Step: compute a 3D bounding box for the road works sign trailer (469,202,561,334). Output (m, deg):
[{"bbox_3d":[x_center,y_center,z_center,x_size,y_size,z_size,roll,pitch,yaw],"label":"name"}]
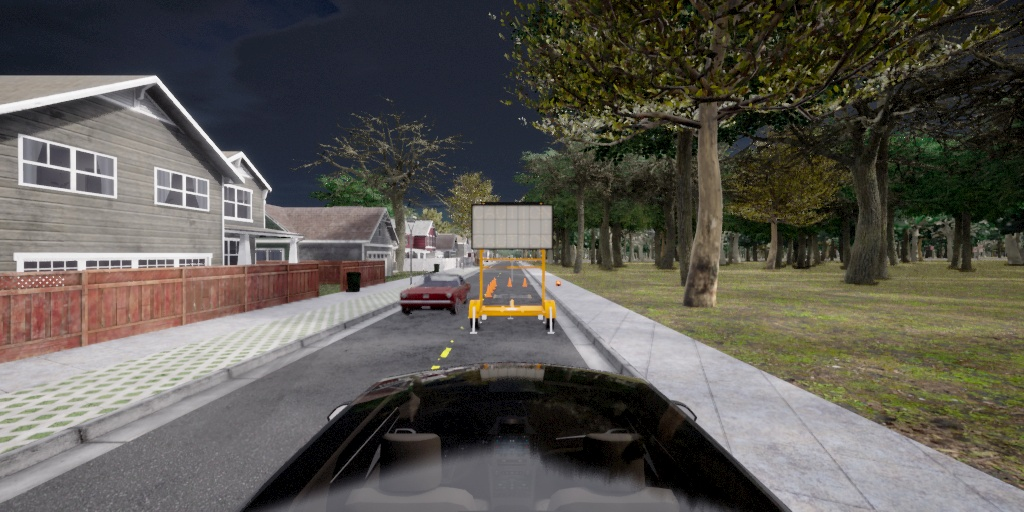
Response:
[{"bbox_3d":[0.011,0.214,10.620,2.380,3.560,2.880,0,0,0],"label":"road works sign trailer"}]
